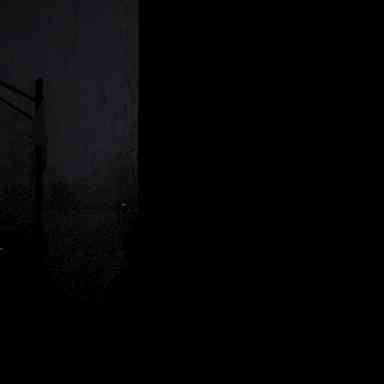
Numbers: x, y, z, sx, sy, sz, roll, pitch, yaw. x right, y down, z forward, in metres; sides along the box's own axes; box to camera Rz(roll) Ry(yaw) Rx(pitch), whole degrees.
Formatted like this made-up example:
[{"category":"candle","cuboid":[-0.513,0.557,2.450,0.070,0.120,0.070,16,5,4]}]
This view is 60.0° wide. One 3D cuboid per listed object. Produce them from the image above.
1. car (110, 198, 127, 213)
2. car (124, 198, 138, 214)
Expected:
[{"category":"car","cuboid":[-7.428,1.446,38.497,2.097,1.767,4.553,1,0,26]},{"category":"car","cuboid":[-4.874,1.630,36.329,1.837,1.490,4.892,1,1,26]}]
